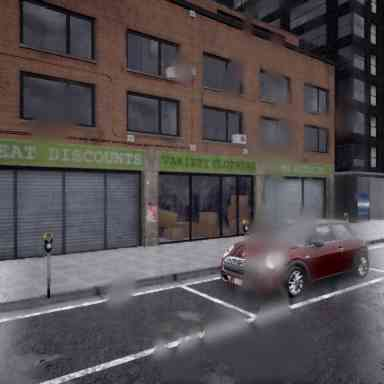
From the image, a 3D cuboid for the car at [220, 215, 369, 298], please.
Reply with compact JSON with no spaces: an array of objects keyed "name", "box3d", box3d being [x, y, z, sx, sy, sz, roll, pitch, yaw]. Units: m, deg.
[{"name":"car","box3d":[2.644,1.440,8.421,4.097,1.590,1.967,0,0,-36]}]
